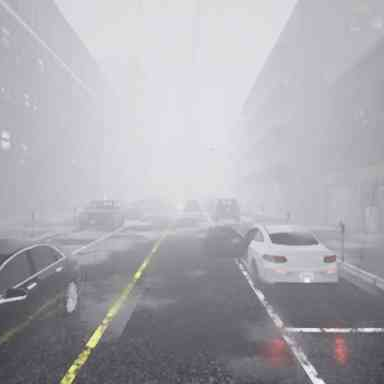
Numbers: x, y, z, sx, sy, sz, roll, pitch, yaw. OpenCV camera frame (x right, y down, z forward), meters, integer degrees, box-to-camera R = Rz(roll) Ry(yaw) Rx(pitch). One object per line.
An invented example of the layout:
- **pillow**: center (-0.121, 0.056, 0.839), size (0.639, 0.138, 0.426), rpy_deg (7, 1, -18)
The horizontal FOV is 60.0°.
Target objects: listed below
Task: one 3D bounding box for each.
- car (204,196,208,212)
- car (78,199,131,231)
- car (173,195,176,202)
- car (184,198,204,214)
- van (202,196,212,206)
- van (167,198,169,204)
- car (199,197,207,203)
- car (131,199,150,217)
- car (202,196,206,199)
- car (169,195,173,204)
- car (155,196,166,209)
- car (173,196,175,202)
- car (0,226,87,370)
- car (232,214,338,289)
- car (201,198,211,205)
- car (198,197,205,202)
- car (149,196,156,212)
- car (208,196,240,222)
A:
- **car**: center (2.715, 1.620, 38.555), size (1.967, 1.590, 4.097), rpy_deg (0, 0, 0)
- **car**: center (-5.673, 1.408, 21.492), size (2.192, 1.841, 5.009), rpy_deg (0, 0, 0)
- **car**: center (-5.639, 1.865, 95.462), size (2.192, 1.841, 5.009), rpy_deg (0, 0, 0)
- **car**: center (0.097, 1.743, 38.268), size (1.994, 1.385, 4.181), rpy_deg (0, 0, 0)
- **van**: center (2.726, 1.652, 61.314), size (1.690, 1.788, 3.998), rpy_deg (0, 0, 0)
- **van**: center (-5.654, 1.652, 61.320), size (1.690, 1.788, 3.998), rpy_deg (0, 0, 0)
- **car**: center (2.735, 2.049, 84.074), size (1.802, 1.307, 4.206), rpy_deg (0, 0, 0)
- **car**: center (-5.668, 1.701, 32.871), size (2.008, 1.369, 4.403), rpy_deg (0, 0, 0)
- **car**: center (2.722, 1.858, 55.625), size (1.802, 1.307, 4.206), rpy_deg (0, 0, 0)
- **car**: center (-5.650, 1.911, 72.530), size (1.752, 1.417, 4.829), rpy_deg (0, 0, 0)
- **car**: center (-5.659, 1.557, 49.942), size (2.192, 1.841, 5.009), rpy_deg (0, 0, 0)
- **car**: center (-5.648, 2.008, 78.391), size (1.802, 1.307, 4.206), rpy_deg (0, 0, 0)
- **car**: center (-3.098, 1.523, 4.691), size (1.837, 1.490, 4.892), rpy_deg (0, 0, 0)
- **car**: center (2.358, 1.563, 9.126), size (1.812, 1.442, 4.674), rpy_deg (0, 0, 0)
- **car**: center (2.727, 1.892, 67.004), size (1.887, 1.381, 4.507), rpy_deg (0, 0, 0)
- **car**: center (2.741, 2.132, 95.454), size (1.802, 1.307, 4.206), rpy_deg (0, 0, 0)
- **car**: center (-5.665, 1.620, 38.562), size (1.967, 1.590, 4.097), rpy_deg (0, 0, 0)
- **car**: center (2.710, 1.436, 27.176), size (2.192, 1.841, 5.009), rpy_deg (0, 0, 0)
